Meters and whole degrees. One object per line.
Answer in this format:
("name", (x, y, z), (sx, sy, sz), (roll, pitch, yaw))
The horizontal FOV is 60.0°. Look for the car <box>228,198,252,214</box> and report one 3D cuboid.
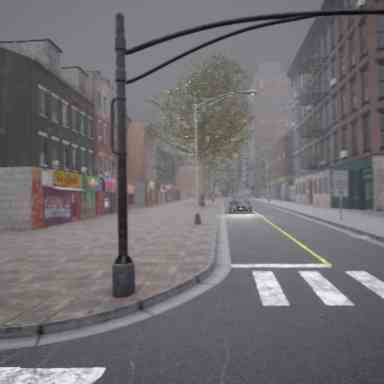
("car", (4.256, 1.198, 29.822), (1.994, 1.385, 4.181), (-1, 0, 5))
